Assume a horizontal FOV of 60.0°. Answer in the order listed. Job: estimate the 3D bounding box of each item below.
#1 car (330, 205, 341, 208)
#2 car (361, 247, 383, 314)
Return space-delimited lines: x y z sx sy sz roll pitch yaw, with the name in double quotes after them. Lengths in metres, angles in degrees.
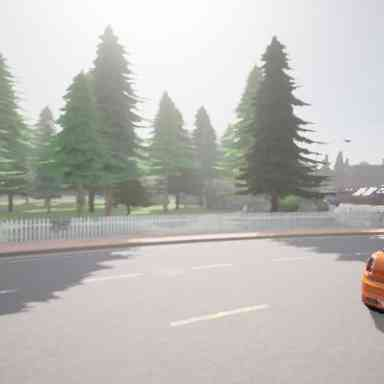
20.373 1.383 50.730 2.150 2.045 5.566 0 0 -5 "car"
5.380 1.379 6.036 4.553 1.767 2.097 0 0 -24 "car"
